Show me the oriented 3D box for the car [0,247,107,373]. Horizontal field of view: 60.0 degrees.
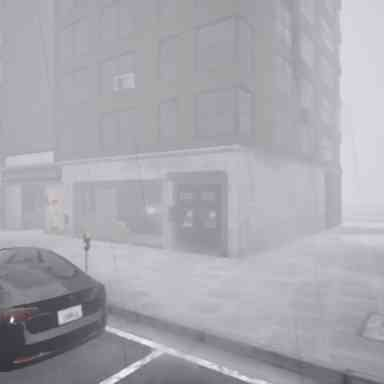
[{"bbox_3d":[-3.214,1.569,5.373,4.313,1.339,1.947,0,0,35],"label":"car"}]
